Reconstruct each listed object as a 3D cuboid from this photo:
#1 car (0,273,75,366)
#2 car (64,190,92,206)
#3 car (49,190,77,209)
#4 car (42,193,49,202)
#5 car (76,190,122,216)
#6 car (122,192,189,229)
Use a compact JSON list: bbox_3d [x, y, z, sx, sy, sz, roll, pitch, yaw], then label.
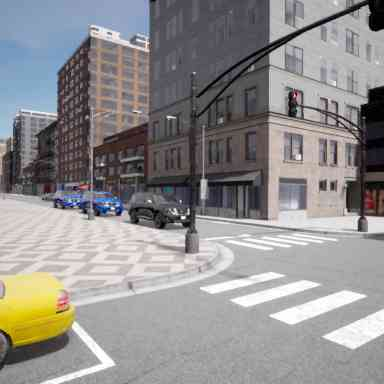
[{"bbox_3d":[-3.972,1.525,3.919,4.829,1.417,1.752,0,1,-36],"label":"car"},{"bbox_3d":[-15.750,0.819,45.685,2.150,2.045,5.566,1,-1,-36],"label":"car"},{"bbox_3d":[-14.205,0.861,37.977,2.150,2.045,5.566,1,0,-35],"label":"car"},{"bbox_3d":[-25.541,0.944,59.517,2.128,1.511,4.902,1,0,-36],"label":"car"},{"bbox_3d":[-8.008,0.959,29.193,2.150,2.045,5.566,1,0,-35],"label":"car"},{"bbox_3d":[-2.064,1.052,20.784,2.150,2.045,5.566,1,0,-35],"label":"car"}]
